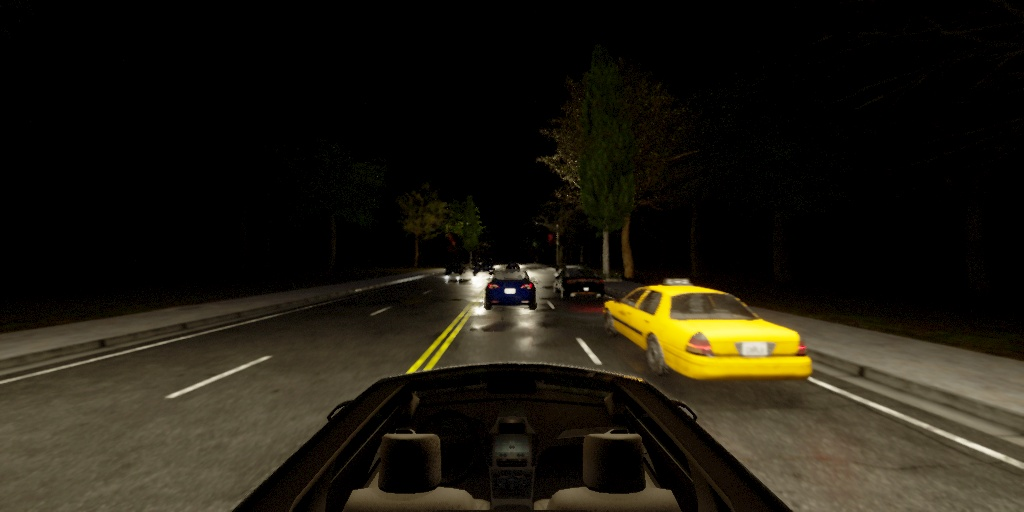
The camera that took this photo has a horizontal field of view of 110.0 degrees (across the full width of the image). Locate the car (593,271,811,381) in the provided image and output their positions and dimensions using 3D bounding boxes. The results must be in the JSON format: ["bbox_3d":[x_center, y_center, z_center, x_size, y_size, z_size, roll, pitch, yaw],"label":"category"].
[{"bbox_3d":[3.251,1.229,7.366,1.801,1.575,5.366,0,0,0],"label":"car"}]

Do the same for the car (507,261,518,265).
[{"bbox_3d":[0.079,1.534,44.753,2.033,1.411,5.357,0,0,0],"label":"car"}]

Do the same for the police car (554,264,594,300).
[{"bbox_3d":[3.253,1.247,18.288,1.930,1.638,5.238,0,0,0],"label":"police car"}]

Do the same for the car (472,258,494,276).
[{"bbox_3d":[-3.252,1.190,41.430,2.150,2.045,5.566,0,-1,0],"label":"car"}]

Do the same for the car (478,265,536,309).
[{"bbox_3d":[-0.050,1.311,15.234,2.163,1.488,4.792,0,0,0],"label":"car"}]

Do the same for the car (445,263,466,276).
[{"bbox_3d":[-6.496,1.515,42.081,2.033,1.411,5.357,0,0,0],"label":"car"}]
